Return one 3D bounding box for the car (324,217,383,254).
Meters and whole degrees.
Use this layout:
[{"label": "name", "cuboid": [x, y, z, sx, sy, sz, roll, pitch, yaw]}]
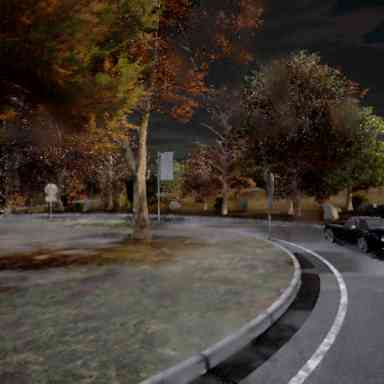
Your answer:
[{"label": "car", "cuboid": [7.189, 1.658, 13.666, 1.895, 1.301, 4.718, 0, 0, 0]}]
